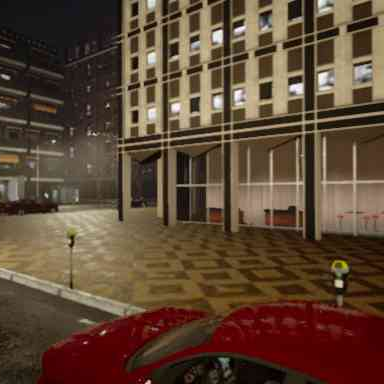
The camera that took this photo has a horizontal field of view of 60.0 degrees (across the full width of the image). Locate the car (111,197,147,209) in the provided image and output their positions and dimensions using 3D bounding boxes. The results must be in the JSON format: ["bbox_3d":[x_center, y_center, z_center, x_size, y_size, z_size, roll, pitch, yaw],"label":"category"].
[{"bbox_3d":[-6.854,1.186,36.665,2.008,1.369,4.403,0,0,36],"label":"car"}]

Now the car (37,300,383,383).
[{"bbox_3d":[0.661,1.540,2.414,4.507,1.381,1.887,0,0,36],"label":"car"}]

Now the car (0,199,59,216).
[{"bbox_3d":[-13.386,1.232,27.699,1.887,1.381,4.507,0,0,36],"label":"car"}]
